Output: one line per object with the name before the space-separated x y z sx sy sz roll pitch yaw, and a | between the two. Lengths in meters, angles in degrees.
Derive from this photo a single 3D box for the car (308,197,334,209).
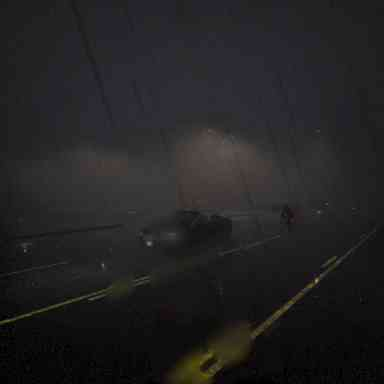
car | 17.117 1.492 44.718 2.128 1.511 4.902 0 0 35

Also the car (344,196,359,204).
car | 31.412 1.457 65.441 1.812 1.442 4.674 0 0 34

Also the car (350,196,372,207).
car | 26.835 1.505 52.690 1.837 1.490 4.892 0 0 35

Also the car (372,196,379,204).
car | 34.988 1.445 64.469 2.128 1.511 4.902 0 0 34

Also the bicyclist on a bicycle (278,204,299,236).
bicyclist on a bicycle | 4.974 1.455 17.240 0.582 1.620 1.656 0 -2 -23

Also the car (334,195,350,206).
car | 24.207 1.354 55.042 2.097 1.767 4.553 0 0 35

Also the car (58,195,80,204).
car | -22.792 1.492 61.421 4.902 1.511 2.128 0 0 34

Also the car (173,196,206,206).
car | -0.388 1.352 46.156 4.553 1.767 2.097 0 0 35

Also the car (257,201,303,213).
car | 9.263 1.601 35.177 4.718 1.301 1.895 0 0 17

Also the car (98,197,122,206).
car | -13.606 1.562 55.201 4.181 1.385 1.994 0 0 34

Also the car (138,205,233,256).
car | -0.081 1.491 13.372 2.128 1.511 4.902 0 0 34
